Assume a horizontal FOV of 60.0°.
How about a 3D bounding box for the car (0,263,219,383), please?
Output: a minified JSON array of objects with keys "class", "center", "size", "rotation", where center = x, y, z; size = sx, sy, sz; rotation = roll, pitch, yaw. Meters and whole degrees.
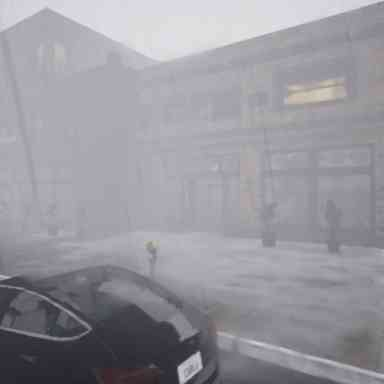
[{"class":"car","center":[-1.729,1.583,4.067],"size":[4.313,1.339,1.947],"rotation":[-1,1,34]}]
